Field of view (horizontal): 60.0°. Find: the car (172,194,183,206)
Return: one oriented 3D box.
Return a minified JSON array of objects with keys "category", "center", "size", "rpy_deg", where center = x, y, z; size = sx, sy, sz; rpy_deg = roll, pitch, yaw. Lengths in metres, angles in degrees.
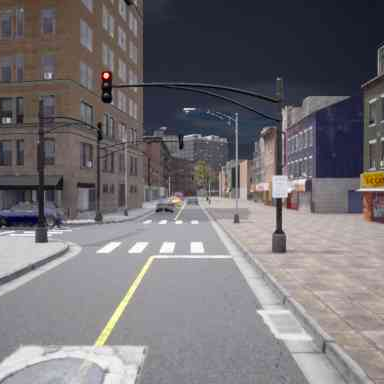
[{"category":"car","center":[-2.827,1.492,51.732],"size":[1.882,1.535,5.008],"rpy_deg":[0,0,0]}]

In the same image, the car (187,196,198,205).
[{"category":"car","center":[0.118,1.510,59.158],"size":[2.128,1.511,4.902],"rpy_deg":[0,0,0]}]

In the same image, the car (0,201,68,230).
[{"category":"car","center":[-10.338,1.395,20.945],"size":[4.553,1.767,2.097],"rpy_deg":[0,0,-3]}]

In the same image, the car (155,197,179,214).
[{"category":"car","center":[-2.837,1.554,35.914],"size":[2.033,1.411,5.357],"rpy_deg":[0,0,0]}]

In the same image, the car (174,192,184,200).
[{"category":"car","center":[-2.730,0.967,66.977],"size":[2.150,2.045,5.566],"rpy_deg":[0,0,0]}]
